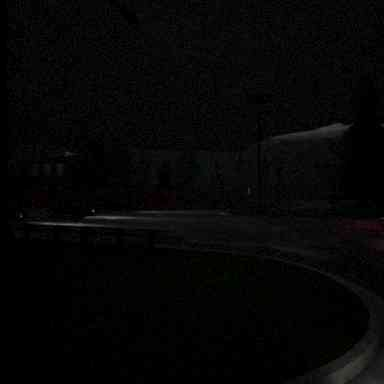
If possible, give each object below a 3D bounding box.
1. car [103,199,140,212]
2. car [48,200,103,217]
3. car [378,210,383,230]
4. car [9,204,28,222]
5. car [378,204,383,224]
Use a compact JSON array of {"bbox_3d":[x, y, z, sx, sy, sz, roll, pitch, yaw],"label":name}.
[{"bbox_3d":[-8.369,1.492,37.323,4.902,1.511,2.128,0,0,2],"label":"car"},{"bbox_3d":[-11.193,1.491,31.061,4.902,1.511,2.128,0,0,23],"label":"car"},{"bbox_3d":[11.290,1.222,14.107,5.566,2.045,2.150,0,0,23],"label":"car"},{"bbox_3d":[-14.540,1.491,24.874,4.902,1.511,2.128,0,0,23],"label":"car"},{"bbox_3d":[15.985,1.599,23.524,4.718,1.301,1.895,0,0,23],"label":"car"}]
